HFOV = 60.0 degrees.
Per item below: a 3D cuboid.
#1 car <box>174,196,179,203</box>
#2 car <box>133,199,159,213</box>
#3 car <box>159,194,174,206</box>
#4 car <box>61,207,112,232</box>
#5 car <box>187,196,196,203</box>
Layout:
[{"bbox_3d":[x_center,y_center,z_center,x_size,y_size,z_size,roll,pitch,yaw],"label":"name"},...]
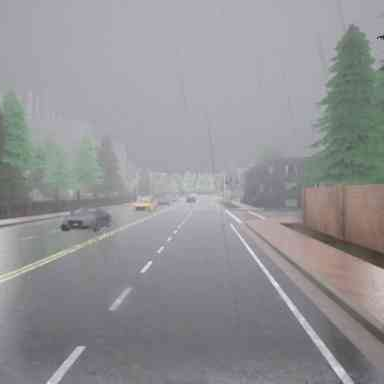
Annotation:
[{"bbox_3d":[-3.842,1.625,70.740,1.837,1.490,4.892,0,0,3],"label":"car"},{"bbox_3d":[-5.426,1.553,38.402,1.882,1.535,5.008,0,0,3],"label":"car"},{"bbox_3d":[-4.625,1.613,55.607,1.837,1.490,4.892,0,0,3],"label":"car"},{"bbox_3d":[-6.264,1.603,20.144,1.994,1.385,4.181,0,0,3],"label":"car"},{"bbox_3d":[-0.133,1.626,75.207,1.882,1.535,5.008,0,0,3],"label":"car"}]
